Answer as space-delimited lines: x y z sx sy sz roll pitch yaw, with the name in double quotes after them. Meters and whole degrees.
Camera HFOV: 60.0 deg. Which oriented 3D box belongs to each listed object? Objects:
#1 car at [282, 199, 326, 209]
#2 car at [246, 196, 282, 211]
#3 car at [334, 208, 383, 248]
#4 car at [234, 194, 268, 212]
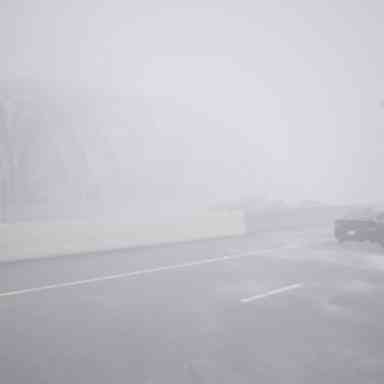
10.862 1.478 31.223 4.892 1.490 1.837 0 0 -42 "car"
7.974 1.487 33.340 4.892 1.490 1.837 0 0 -42 "car"
8.259 1.456 14.823 5.008 1.535 1.882 0 0 -40 "car"
6.355 1.209 36.583 5.566 2.045 2.150 0 0 -42 "car"
